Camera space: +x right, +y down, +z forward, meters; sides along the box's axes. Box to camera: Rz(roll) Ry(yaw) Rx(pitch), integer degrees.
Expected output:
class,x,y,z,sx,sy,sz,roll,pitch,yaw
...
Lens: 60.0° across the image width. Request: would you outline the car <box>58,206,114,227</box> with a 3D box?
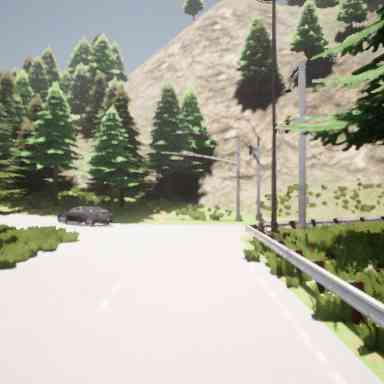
class,x,y,z,sx,sy,sz,roll,pitch,yaw
car,-8.461,1.856,26.278,4.902,1.511,2.128,1,-1,28
